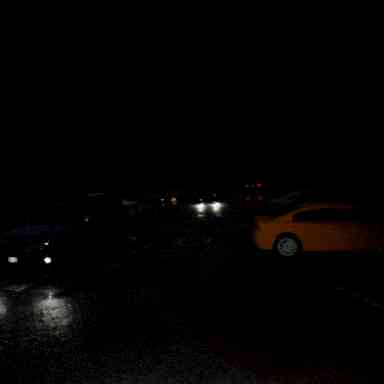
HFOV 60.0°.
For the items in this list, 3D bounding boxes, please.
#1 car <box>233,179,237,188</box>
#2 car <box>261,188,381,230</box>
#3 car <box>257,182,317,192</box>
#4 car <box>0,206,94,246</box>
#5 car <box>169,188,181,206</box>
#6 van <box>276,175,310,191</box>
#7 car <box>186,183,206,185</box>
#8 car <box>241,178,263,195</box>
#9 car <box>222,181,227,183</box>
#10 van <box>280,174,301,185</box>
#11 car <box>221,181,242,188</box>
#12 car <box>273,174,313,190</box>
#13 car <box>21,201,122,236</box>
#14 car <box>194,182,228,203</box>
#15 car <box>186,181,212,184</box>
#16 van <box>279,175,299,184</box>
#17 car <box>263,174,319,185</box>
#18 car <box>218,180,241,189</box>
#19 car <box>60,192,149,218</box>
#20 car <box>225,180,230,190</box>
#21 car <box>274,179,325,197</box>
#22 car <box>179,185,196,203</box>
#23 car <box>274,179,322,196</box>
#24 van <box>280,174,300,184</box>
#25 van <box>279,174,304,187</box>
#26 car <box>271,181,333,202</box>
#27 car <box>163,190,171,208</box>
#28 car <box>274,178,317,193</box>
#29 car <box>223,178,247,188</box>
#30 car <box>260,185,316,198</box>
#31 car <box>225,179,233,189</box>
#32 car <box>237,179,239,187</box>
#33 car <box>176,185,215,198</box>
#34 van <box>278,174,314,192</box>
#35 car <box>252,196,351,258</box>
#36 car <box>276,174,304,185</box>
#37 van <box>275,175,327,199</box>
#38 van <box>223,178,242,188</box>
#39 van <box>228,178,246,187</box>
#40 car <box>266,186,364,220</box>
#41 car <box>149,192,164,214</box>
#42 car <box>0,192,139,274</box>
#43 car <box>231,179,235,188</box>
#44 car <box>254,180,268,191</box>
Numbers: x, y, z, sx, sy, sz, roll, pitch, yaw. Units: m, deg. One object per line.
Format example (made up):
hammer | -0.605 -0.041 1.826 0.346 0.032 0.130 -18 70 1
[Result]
car | 5.567 -1.095 64.360 4.892 1.521 2.231 -3 2 15
car | 5.766 0.763 15.432 4.792 1.488 2.163 -3 3 15
car | 7.064 0.411 20.809 5.366 1.575 1.946 -3 3 15
car | -7.549 1.664 16.231 4.792 1.488 2.163 -3 3 15
car | -4.068 0.819 29.643 5.366 1.575 1.946 -3 3 15
van | 14.372 -1.347 47.463 4.442 1.987 1.878 -3 2 15
car | -0.989 0.176 40.283 4.892 1.521 2.231 -3 2 15
car | 7.904 -0.756 42.044 2.150 2.045 5.566 -3 2 15
car | 2.632 -0.504 53.666 4.792 1.488 2.163 -3 2 15
van | 21.899 -2.766 74.216 4.442 1.987 1.878 -3 2 15
car | 9.220 -1.757 77.735 4.674 1.452 2.002 -3 2 15
car | 15.183 -1.517 50.107 5.566 2.045 2.435 -3 2 15
car | -6.791 1.468 18.895 5.008 1.535 2.097 -3 3 15
car | 2.042 0.190 34.461 1.882 1.535 5.008 -3 2 16
car | -0.233 -0.099 42.946 4.553 1.767 2.185 -3 2 15
van | 23.130 -3.033 79.625 4.442 1.987 1.878 -3 2 15
car | 8.703 -0.176 26.078 5.566 2.045 2.435 -3 3 15
car | 8.481 -1.657 75.061 5.008 1.535 2.097 -3 2 15
car | -6.060 1.052 21.552 5.566 2.045 2.435 -3 3 15
car | 3.361 -0.644 56.341 4.792 1.488 2.163 -3 2 15
car | 10.932 -0.387 34.215 4.792 1.488 2.163 -3 2 15
car | -2.582 0.485 35.108 5.366 1.575 1.946 -3 3 15
car | 11.624 -0.532 36.758 4.792 1.488 2.163 -3 2 15
van | 22.593 -2.899 76.765 4.442 1.987 1.878 -3 2 15
van | 18.991 -2.206 63.539 4.442 1.987 1.878 -3 2 15
car | 9.393 -0.057 28.773 4.792 1.488 2.163 -3 3 15
car | -4.610 0.976 26.918 4.892 1.521 2.231 -3 2 15
car | 13.051 -0.849 42.099 5.008 1.535 2.097 -3 2 15
car | 10.682 -2.330 83.069 5.566 2.045 2.435 -3 2 15
car | 5.121 0.761 12.861 4.553 1.767 2.185 -3 3 15
car | 3.937 -0.808 59.057 5.366 1.575 1.946 -3 2 15
car | 6.122 -1.229 67.083 5.366 1.575 1.946 -3 2 15
car | 0.503 -0.087 45.624 4.792 1.488 2.163 -3 2 15
van | 13.870 -1.220 44.731 4.442 1.987 1.878 -3 2 15
car | 4.369 1.052 10.206 5.008 1.535 2.097 -3 3 15
car | 21.030 -2.643 71.584 5.566 2.045 2.435 -3 2 15
van | 10.273 -0.489 31.512 4.442 1.987 1.878 -3 2 15
van | 9.816 -2.156 80.433 4.442 1.987 1.878 -3 2 15
van | 12.002 -2.502 88.445 4.442 1.987 1.878 -3 1 15
car | 6.518 0.608 18.094 4.674 1.452 2.002 -3 3 15
car | -5.164 1.126 24.196 5.366 1.575 1.946 -3 3 15
car | -4.175 1.326 11.729 2.150 2.045 5.566 -3 3 15
car | 4.850 -0.955 61.681 4.892 1.521 2.231 -3 2 15
car | 11.381 -1.140 54.760 1.837 1.490 4.892 -3 2 16
